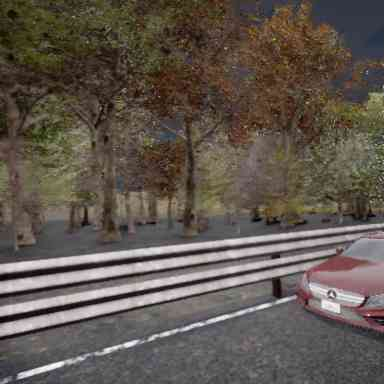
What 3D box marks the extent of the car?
[{"bbox_3d":[4.063,1.539,6.570,4.674,1.442,1.812,0,0,-36],"label":"car"}]
